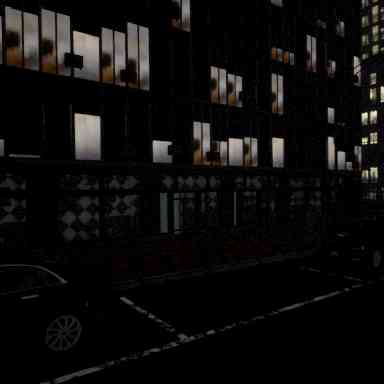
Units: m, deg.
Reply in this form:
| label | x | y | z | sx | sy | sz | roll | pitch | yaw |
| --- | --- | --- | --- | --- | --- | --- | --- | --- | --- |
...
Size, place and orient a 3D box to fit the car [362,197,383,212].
| label | x | y | z | sx | sy | sz | roll | pitch | yaw |
| --- | --- | --- | --- | --- | --- | --- | --- | --- | --- |
| car | 18.052 | 1.442 | 34.343 | 1.994 | 1.385 | 4.181 | -1 | 1 | -35 |

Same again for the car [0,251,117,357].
| label | x | y | z | sx | sy | sz | roll | pitch | yaw |
| --- | --- | --- | --- | --- | --- | --- | --- | --- | --- |
| car | -3.210 | 1.551 | 4.413 | 4.403 | 1.369 | 2.008 | 0 | -1 | -36 |

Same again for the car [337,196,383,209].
| label | x | y | z | sx | sy | sz | roll | pitch | yaw |
| --- | --- | --- | --- | --- | --- | --- | --- | --- | --- |
| car | 20.550 | 1.274 | 40.850 | 1.752 | 1.417 | 4.829 | -1 | 1 | -35 |

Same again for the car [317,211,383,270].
| label | x | y | z | sx | sy | sz | roll | pitch | yaw |
| --- | --- | --- | --- | --- | --- | --- | --- | --- | --- |
| car | 5.964 | 1.542 | 10.992 | 4.507 | 1.381 | 1.887 | 0 | -1 | -36 |
